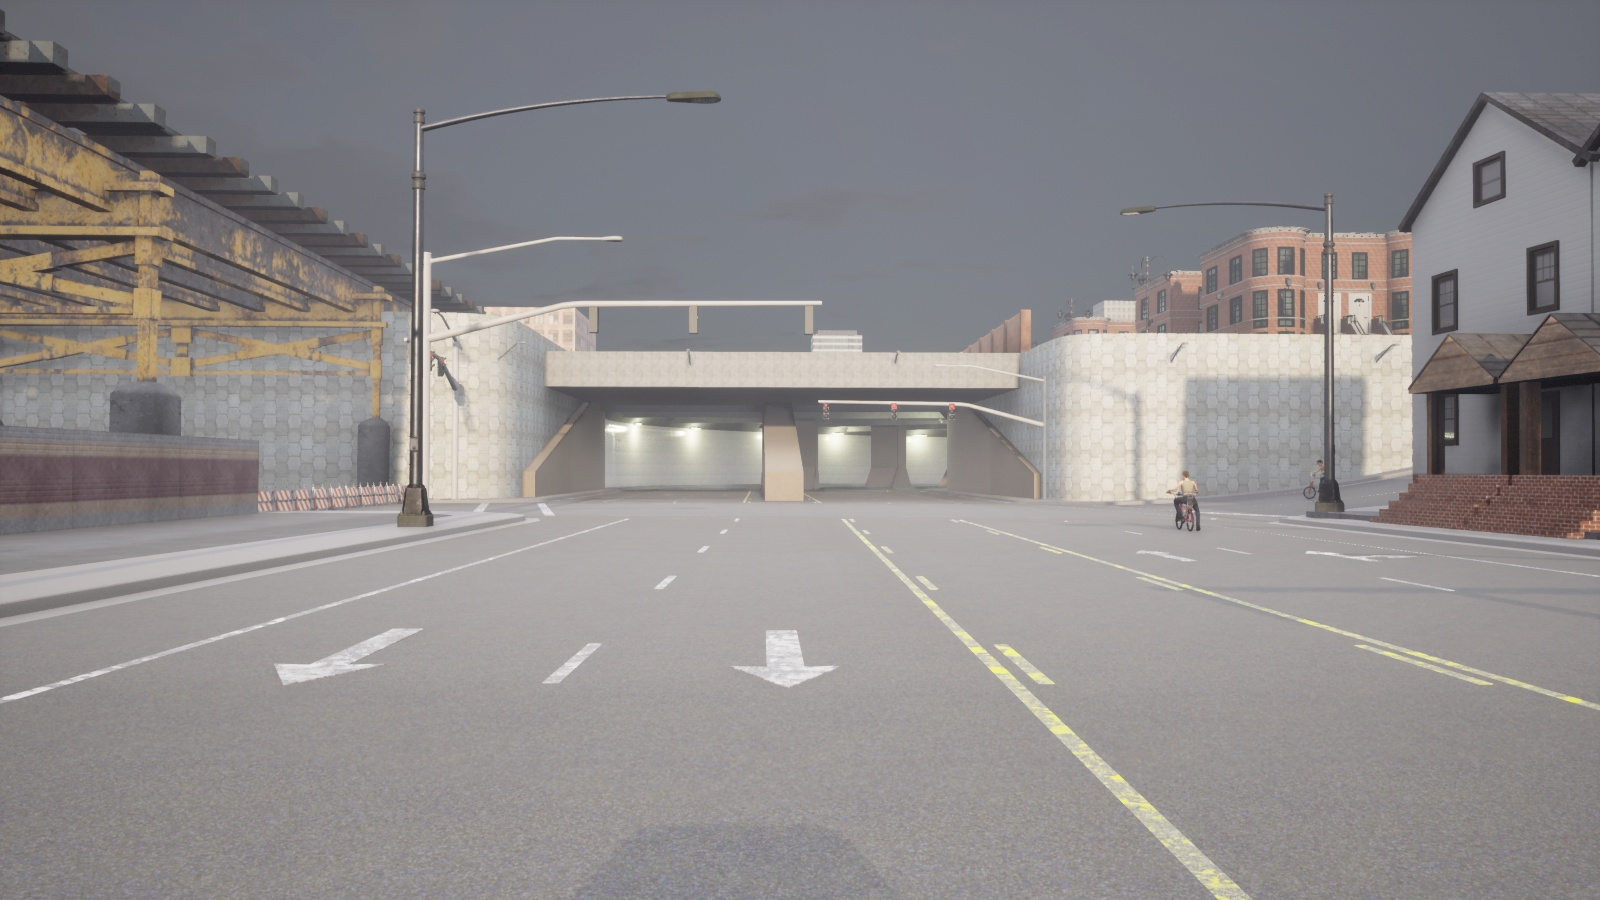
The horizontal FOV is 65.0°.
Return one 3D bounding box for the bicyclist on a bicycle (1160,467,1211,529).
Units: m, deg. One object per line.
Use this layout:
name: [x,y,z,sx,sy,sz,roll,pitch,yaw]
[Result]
bicyclist on a bicycle: [10.309,1.273,33.622,0.866,1.612,1.509,0,-1,0]
